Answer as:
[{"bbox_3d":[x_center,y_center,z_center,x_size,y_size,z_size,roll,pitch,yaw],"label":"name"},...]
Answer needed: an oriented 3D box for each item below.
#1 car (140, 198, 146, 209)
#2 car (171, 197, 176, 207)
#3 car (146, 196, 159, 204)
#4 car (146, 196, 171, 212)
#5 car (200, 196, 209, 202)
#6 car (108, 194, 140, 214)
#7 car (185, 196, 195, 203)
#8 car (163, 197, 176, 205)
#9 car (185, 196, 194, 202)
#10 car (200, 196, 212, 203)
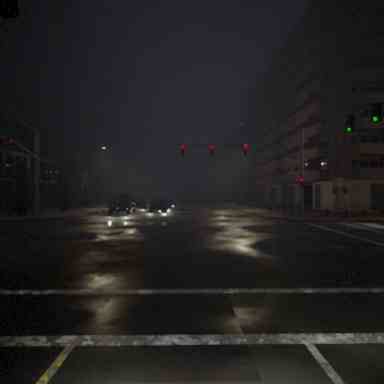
[{"bbox_3d":[-7.405,1.510,46.039,1.882,1.535,5.008,0,0,0],"label":"car"},{"bbox_3d":[-3.918,1.525,48.405,2.128,1.511,4.902,0,0,0],"label":"car"},{"bbox_3d":[-7.475,1.551,63.005,1.837,1.490,4.892,0,-1,0],"label":"car"},{"bbox_3d":[-3.852,1.505,38.918,1.882,1.535,5.008,0,0,0],"label":"car"},{"bbox_3d":[2.954,1.645,78.684,1.895,1.301,4.718,0,0,0],"label":"car"},{"bbox_3d":[-7.329,1.246,35.363,2.150,2.045,5.566,0,0,0],"label":"car"},{"bbox_3d":[-0.473,1.573,68.318,1.812,1.442,4.674,0,0,0],"label":"car"},{"bbox_3d":[-3.975,1.605,59.427,1.994,1.385,4.181,0,0,0],"label":"car"},{"bbox_3d":[-0.546,1.603,78.628,1.994,1.385,4.181,0,0,0],"label":"car"},{"bbox_3d":[3.024,1.612,68.740,1.994,1.385,4.181,0,0,0],"label":"car"}]
